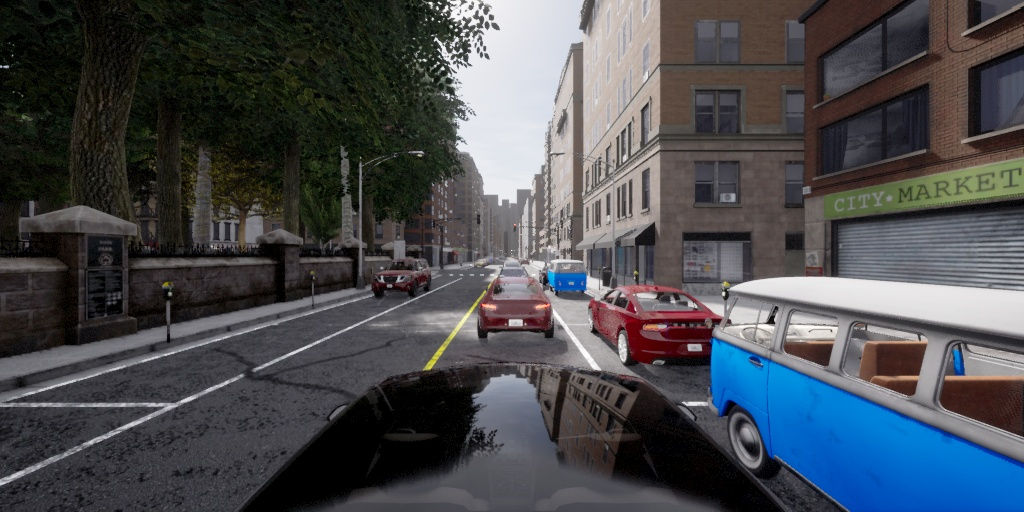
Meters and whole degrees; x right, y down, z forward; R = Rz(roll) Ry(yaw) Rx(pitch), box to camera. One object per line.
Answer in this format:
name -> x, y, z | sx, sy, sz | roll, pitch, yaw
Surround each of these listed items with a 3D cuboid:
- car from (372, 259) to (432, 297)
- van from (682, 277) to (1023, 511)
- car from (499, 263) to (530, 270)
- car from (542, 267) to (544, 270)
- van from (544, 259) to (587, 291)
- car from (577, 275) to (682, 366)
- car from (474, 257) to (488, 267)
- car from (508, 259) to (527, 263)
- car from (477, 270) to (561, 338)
car -> -5.668, 1.060, 19.112 | 2.192, 1.841, 5.009 | 0, 0, 0
van -> 2.856, 1.091, 2.170 | 1.690, 1.789, 3.998 | 0, 0, 0
car -> 0.097, 1.292, 19.611 | 2.033, 1.411, 5.357 | 0, 0, 1
car -> 2.857, 1.307, 24.812 | 1.948, 1.339, 4.313 | 0, 0, 0
van -> 2.857, 1.086, 19.152 | 1.690, 1.789, 3.998 | 0, 0, 0
car -> 2.857, 1.294, 7.831 | 1.888, 1.381, 4.507 | 0, 0, 0
car -> -5.667, 1.230, 62.631 | 1.751, 1.417, 4.829 | 0, 0, 0
car -> 0.004, 1.242, 29.355 | 1.837, 1.490, 4.892 | 0, 0, 0
car -> 0.095, 1.275, 10.032 | 1.812, 1.442, 4.674 | 0, 0, 0
